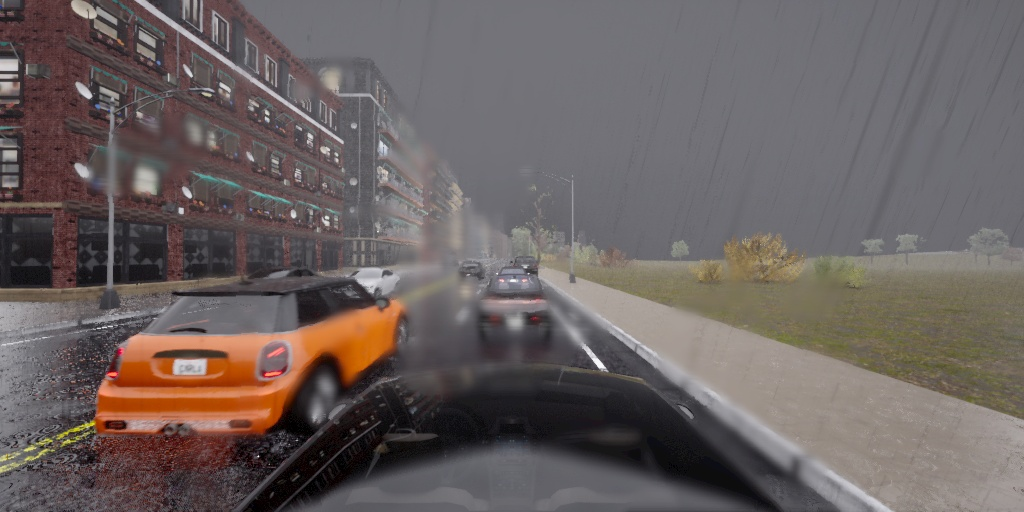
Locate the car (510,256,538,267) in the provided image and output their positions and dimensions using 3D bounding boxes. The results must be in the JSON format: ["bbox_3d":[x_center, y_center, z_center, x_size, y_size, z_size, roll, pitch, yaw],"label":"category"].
[{"bbox_3d":[1.052,0.979,30.902,2.150,2.045,5.566,0,0,0],"label":"car"}]

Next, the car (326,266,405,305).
[{"bbox_3d":[-6.657,1.278,16.948,1.812,1.442,4.674,0,0,0],"label":"car"}]

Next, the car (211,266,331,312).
[{"bbox_3d":[-9.889,1.257,15.301,1.837,1.490,4.892,0,0,0],"label":"car"}]

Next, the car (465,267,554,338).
[{"bbox_3d":[0.076,1.243,10.249,2.128,1.511,4.902,0,0,0],"label":"car"}]

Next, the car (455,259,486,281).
[{"bbox_3d":[-3.233,1.257,29.953,1.837,1.490,4.892,0,0,0],"label":"car"}]

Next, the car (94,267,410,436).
[{"bbox_3d":[-3.162,1.104,5.643,2.097,1.767,4.553,0,0,0],"label":"car"}]

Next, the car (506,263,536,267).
[{"bbox_3d":[0.049,1.300,20.689,2.033,1.411,5.357,0,0,0],"label":"car"}]

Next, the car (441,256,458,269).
[{"bbox_3d":[-10.001,0.975,58.049,2.150,2.045,5.566,0,0,0],"label":"car"}]
